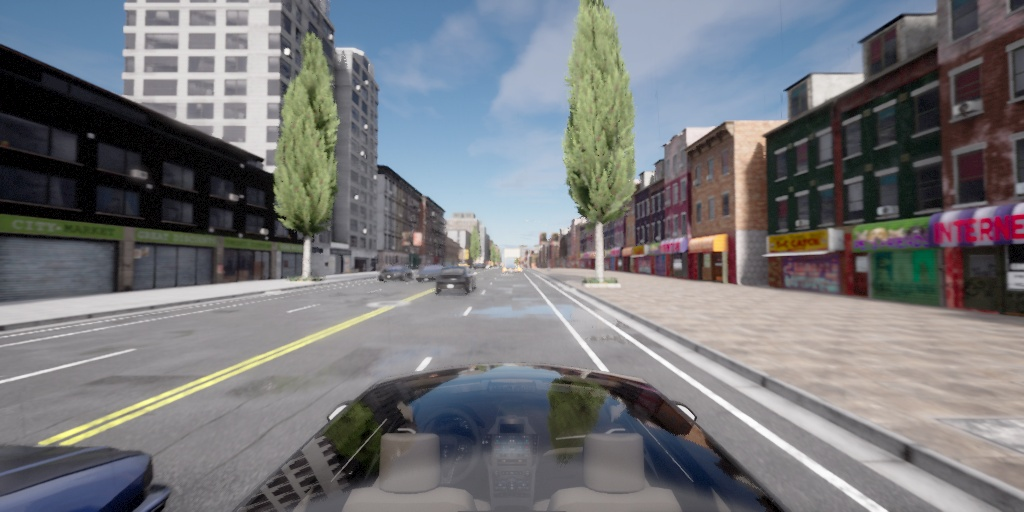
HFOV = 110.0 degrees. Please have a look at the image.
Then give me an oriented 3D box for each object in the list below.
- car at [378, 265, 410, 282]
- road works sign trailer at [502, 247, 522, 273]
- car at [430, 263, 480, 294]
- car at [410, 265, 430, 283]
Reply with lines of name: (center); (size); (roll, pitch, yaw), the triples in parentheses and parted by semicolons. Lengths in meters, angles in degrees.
car: (-9.837, 1.478, 30.629); (1.994, 1.385, 4.181); (0, -1, 0)
road works sign trailer: (0.009, 0.603, 49.934); (2.380, 3.560, 2.880); (0, 0, 0)
car: (-3.148, 1.330, 20.757); (1.837, 1.490, 4.892); (0, 0, 0)
car: (-6.591, 1.457, 30.195); (2.033, 1.411, 5.357); (0, -1, 0)
